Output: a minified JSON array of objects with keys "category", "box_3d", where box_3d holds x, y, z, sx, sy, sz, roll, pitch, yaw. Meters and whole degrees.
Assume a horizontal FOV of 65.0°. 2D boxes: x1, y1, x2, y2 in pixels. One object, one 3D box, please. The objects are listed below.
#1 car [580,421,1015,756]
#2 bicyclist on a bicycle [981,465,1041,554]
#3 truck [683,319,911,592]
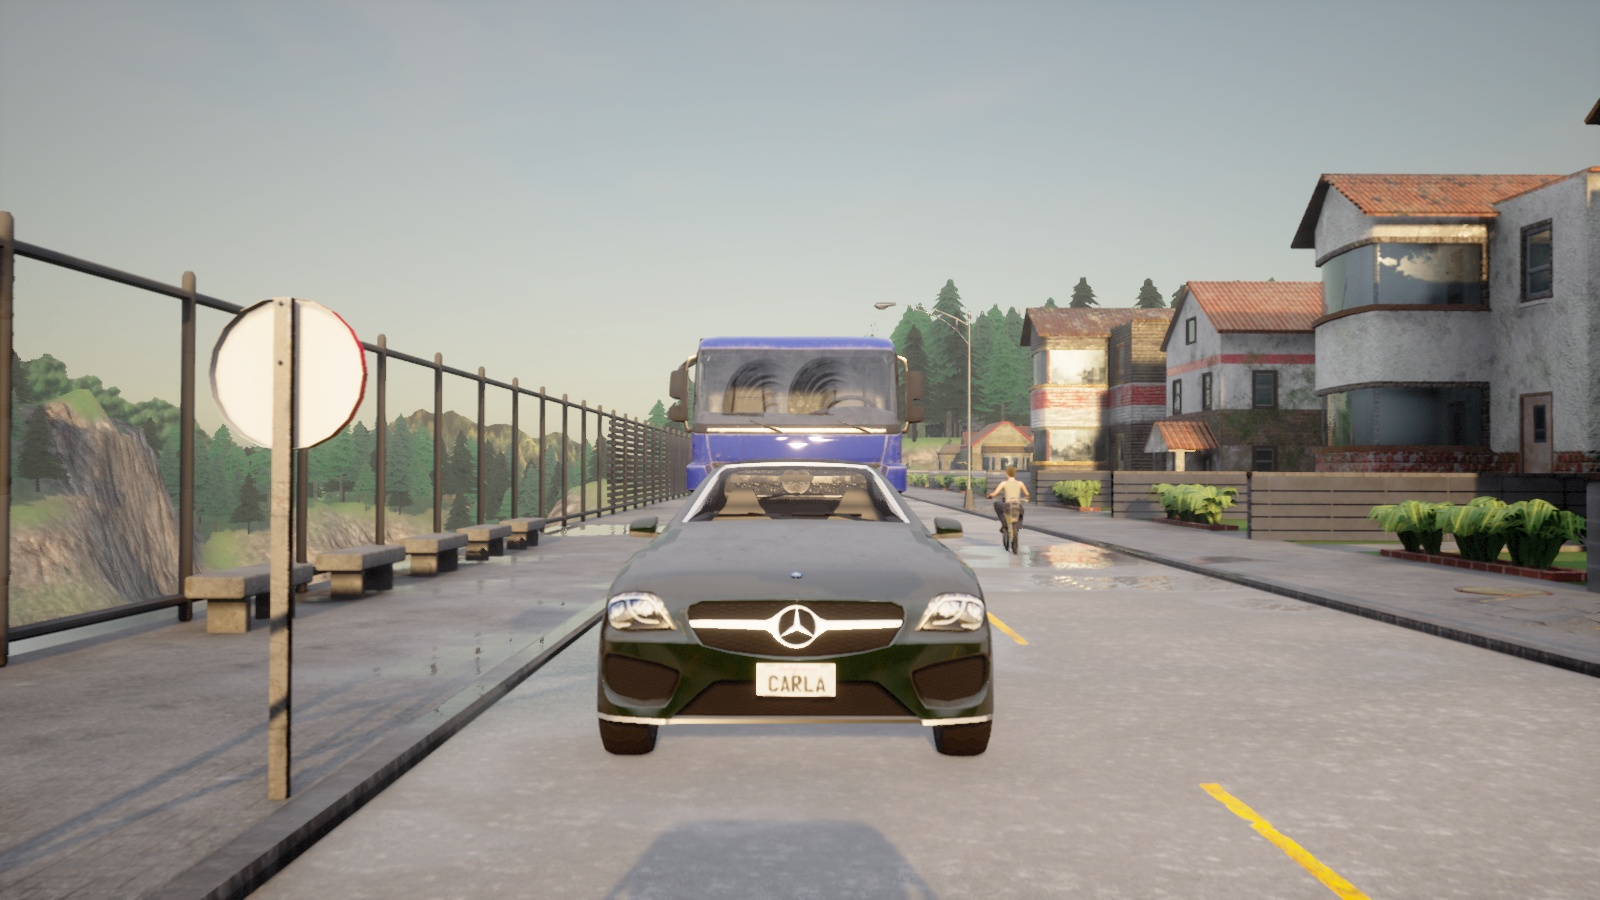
[{"category":"car","box_3d":[-0.023,0.722,8.743,2.152,1.651,5.027,0,-1,0]},{"category":"bicyclist on a bicycle","box_3d":[3.937,1.087,23.591,0.866,1.612,1.509,0,-1,0]},{"category":"truck","box_3d":[-0.053,0.130,19.965,2.891,3.462,7.936,0,-1,0]}]
